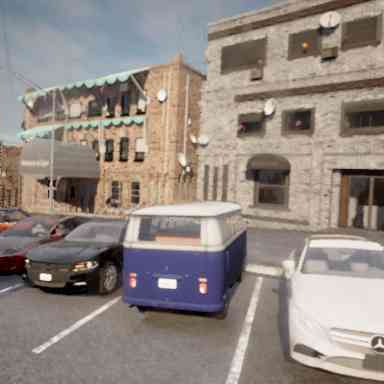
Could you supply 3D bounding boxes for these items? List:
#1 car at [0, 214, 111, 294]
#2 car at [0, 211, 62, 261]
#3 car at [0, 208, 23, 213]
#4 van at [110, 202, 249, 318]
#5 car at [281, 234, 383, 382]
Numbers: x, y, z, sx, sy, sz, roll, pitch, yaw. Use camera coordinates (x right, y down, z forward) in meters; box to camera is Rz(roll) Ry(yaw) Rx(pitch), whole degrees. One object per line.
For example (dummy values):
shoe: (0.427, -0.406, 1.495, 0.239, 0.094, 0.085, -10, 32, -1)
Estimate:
car: (-2.242, 1.462, 9.041, 2.097, 1.535, 5.008, 0, -1, 15)
car: (-4.643, 1.496, 10.700, 2.163, 1.488, 4.792, 0, -1, 15)
car: (-7.049, 1.350, 12.397, 2.185, 1.767, 4.553, 0, -1, 15)
van: (0.179, 1.239, 7.453, 1.878, 1.987, 4.442, 0, -1, 15)
car: (2.543, 1.511, 5.642, 2.002, 1.452, 4.674, 1, -1, 15)
